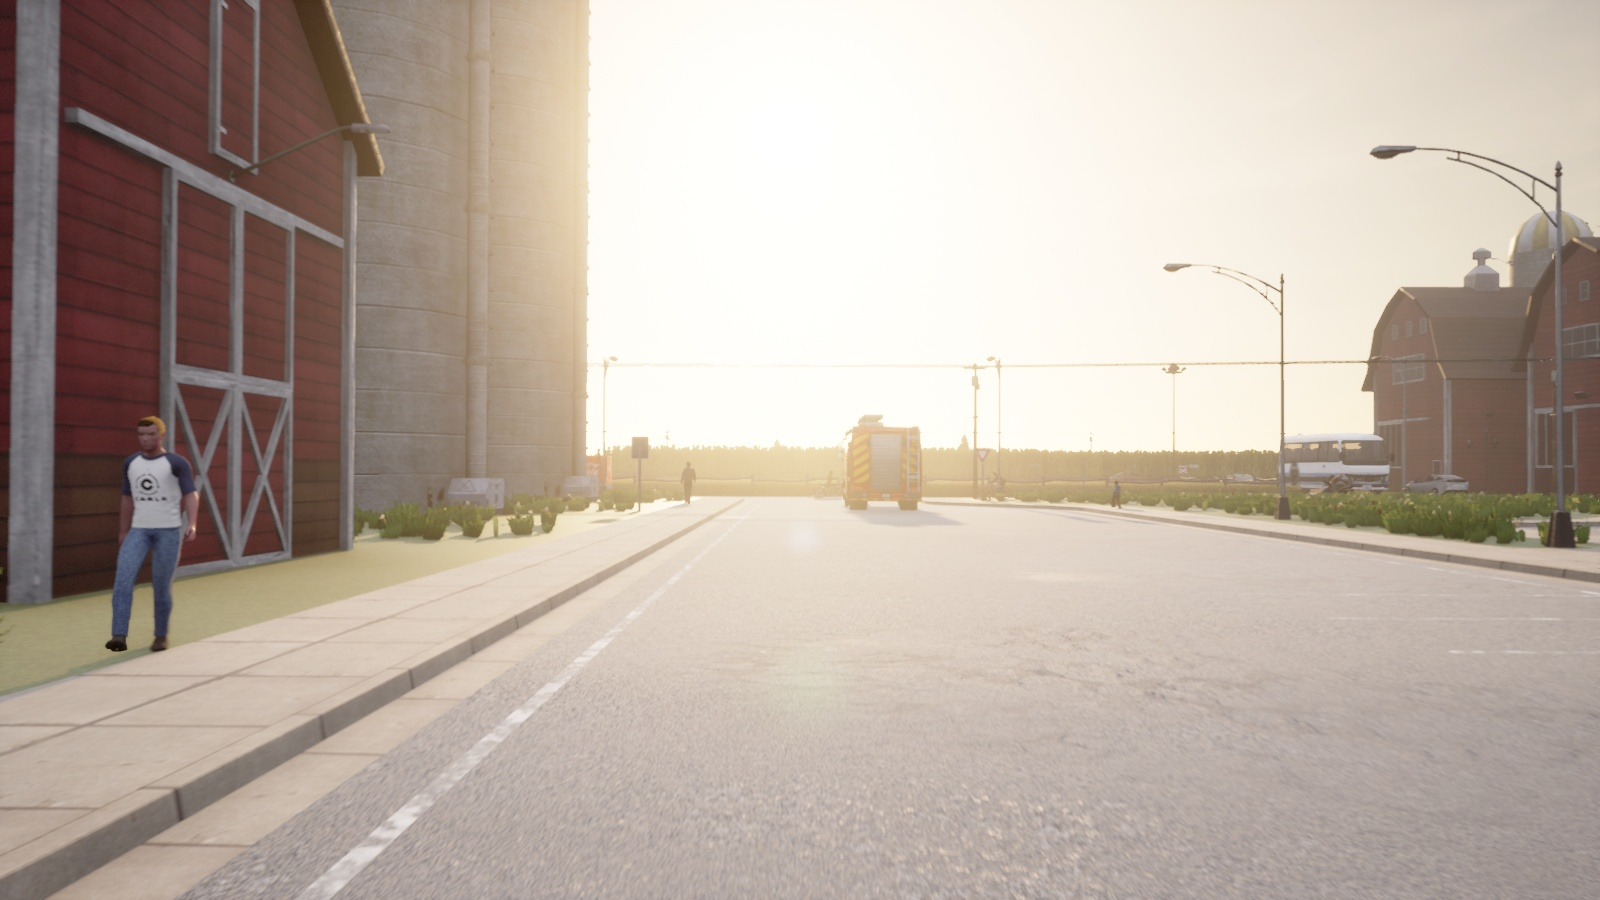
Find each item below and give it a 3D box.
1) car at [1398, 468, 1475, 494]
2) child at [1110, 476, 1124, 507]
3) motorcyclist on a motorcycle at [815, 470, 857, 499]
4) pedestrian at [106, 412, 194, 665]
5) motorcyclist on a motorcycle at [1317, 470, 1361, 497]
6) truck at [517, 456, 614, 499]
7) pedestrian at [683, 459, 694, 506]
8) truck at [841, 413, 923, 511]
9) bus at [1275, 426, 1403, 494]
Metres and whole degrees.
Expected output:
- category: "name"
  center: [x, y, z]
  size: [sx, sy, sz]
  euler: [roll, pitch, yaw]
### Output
- category: "car"
  center: [38.046, 1.860, 75.181]
  size: [2.007, 1.525, 4.514]
  euler: [0, -1, -4]
- category: "child"
  center: [12.206, 1.613, 48.419]
  size: [0.343, 1.192, 0.448]
  euler: [0, -1, -14]
- category: "motorcyclist on a motorcycle"
  center: [2.017, 1.949, 71.154]
  size: [2.350, 1.649, 0.766]
  euler: [0, -1, 1]
- category: "pedestrian"
  center: [-4.912, 0.649, 9.512]
  size: [0.354, 1.836, 0.706]
  euler: [0, -1, -6]
- category: "motorcyclist on a motorcycle"
  center: [30.667, 1.914, 71.473]
  size: [2.191, 1.530, 0.866]
  euler: [0, -1, -13]
- category: "truck"
  center: [-13.924, 1.646, 74.863]
  size: [5.204, 2.467, 2.627]
  euler: [0, -1, 1]
- category: "pedestrian"
  center: [-4.716, 1.379, 53.092]
  size: [0.423, 1.949, 0.788]
  euler: [0, -1, -9]
- category: "truck"
  center: [3.368, 0.537, 53.764]
  size: [2.891, 3.827, 8.468]
  euler: [0, -1, 0]
- category: "bus"
  center: [36.234, 0.718, 85.026]
  size: [3.944, 4.253, 10.273]
  euler: [0, -1, -2]
